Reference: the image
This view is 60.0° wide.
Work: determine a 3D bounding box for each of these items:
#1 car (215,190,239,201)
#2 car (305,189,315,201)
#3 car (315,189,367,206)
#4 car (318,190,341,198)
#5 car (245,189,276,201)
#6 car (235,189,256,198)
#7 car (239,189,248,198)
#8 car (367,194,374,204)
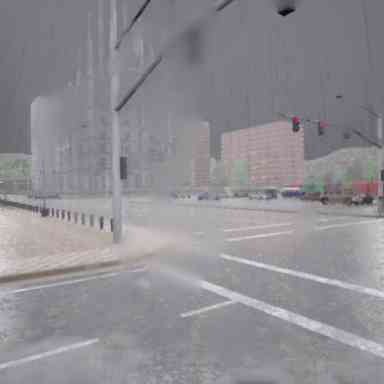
[{"bbox_3d":[7.356,0.619,70.890,1.970,1.475,3.806,-1,1,-35],"label":"car"},{"bbox_3d":[25.103,0.196,65.050,1.932,1.855,4.605,-1,1,-35],"label":"car"},{"bbox_3d":[16.834,0.568,37.774,1.932,1.855,4.605,-1,1,-35],"label":"car"},{"bbox_3d":[27.508,0.359,66.671,1.784,1.438,3.905,-1,1,-35],"label":"car"},{"bbox_3d":[11.361,0.716,55.228,1.970,1.475,3.806,-1,1,-35],"label":"car"},{"bbox_3d":[11.879,0.286,74.147,1.932,1.855,4.605,-1,1,-35],"label":"car"},{"bbox_3d":[9.720,0.540,72.560,1.784,1.438,3.905,-1,1,-35],"label":"car"},{"bbox_3d":[19.229,0.523,39.400,1.905,1.878,3.866,-1,1,-35],"label":"car"}]
